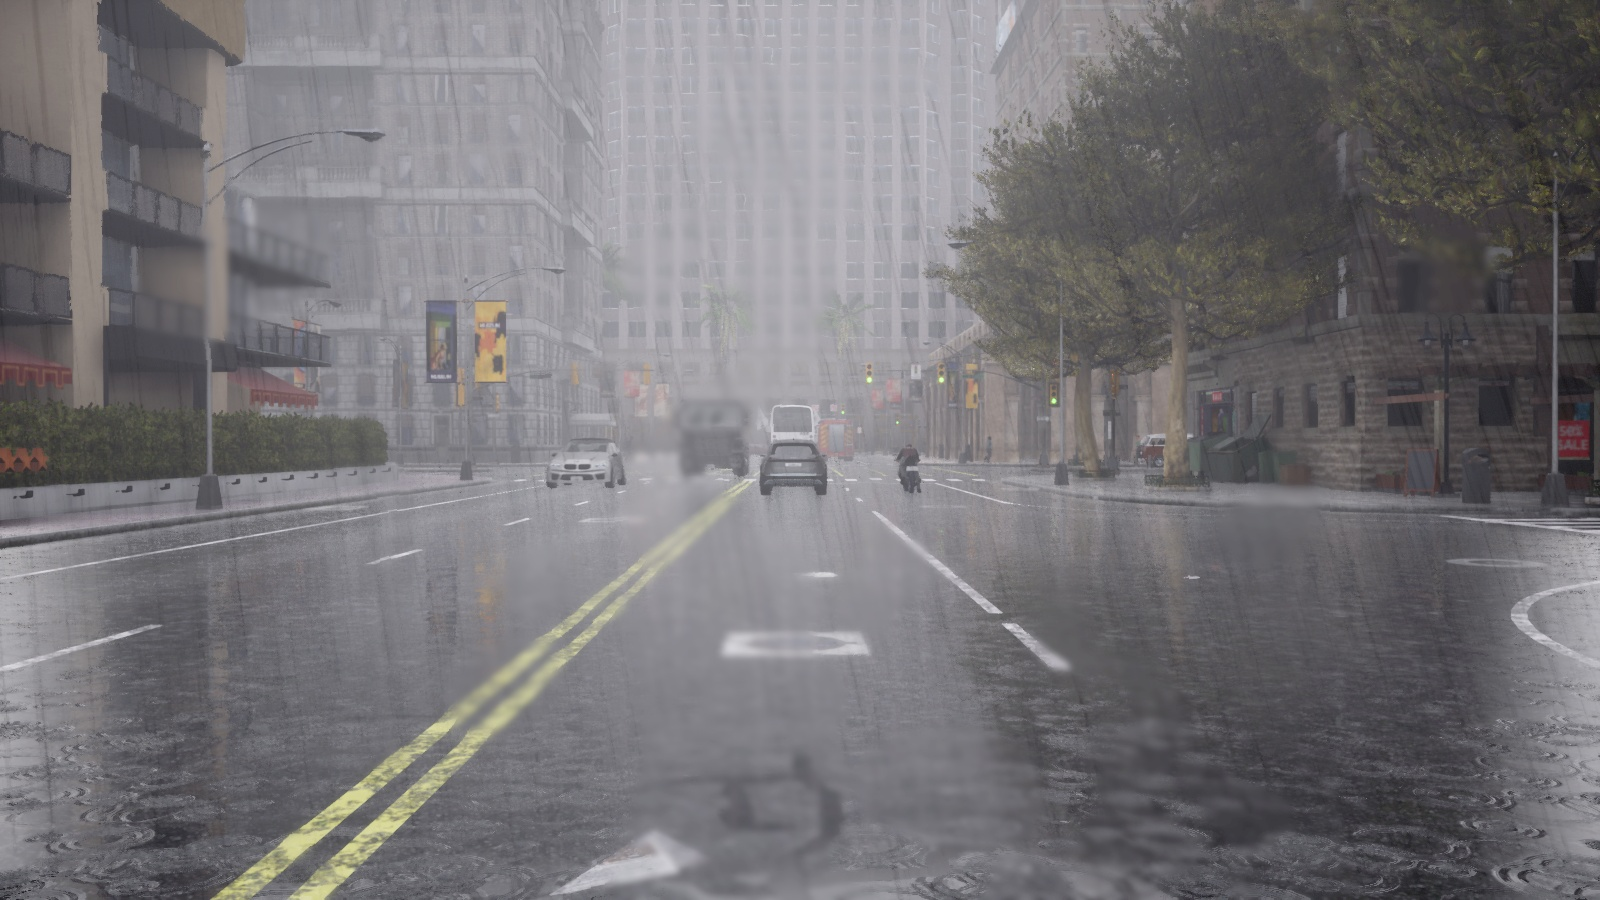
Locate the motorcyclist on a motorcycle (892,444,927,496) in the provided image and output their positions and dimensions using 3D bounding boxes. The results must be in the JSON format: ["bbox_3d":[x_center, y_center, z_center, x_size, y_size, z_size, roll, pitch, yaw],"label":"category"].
[{"bbox_3d":[3.298,0.569,38.045,0.866,1.530,2.191,0,0,0],"label":"motorcyclist on a motorcycle"}]

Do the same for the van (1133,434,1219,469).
[{"bbox_3d":[22.090,0.071,73.871,4.480,2.038,2.069,0,0,1],"label":"van"}]

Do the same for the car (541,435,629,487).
[{"bbox_3d":[-7.229,0.344,42.764,2.242,1.667,4.611,0,0,0],"label":"car"}]

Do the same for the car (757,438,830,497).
[{"bbox_3d":[-0.196,0.465,37.376,2.033,1.649,4.856,0,0,0],"label":"car"}]

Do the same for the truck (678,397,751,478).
[{"bbox_3d":[-3.823,-0.566,58.087,2.891,3.462,7.936,0,0,0],"label":"truck"}]

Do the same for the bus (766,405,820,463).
[{"bbox_3d":[-0.563,-1.176,96.592,3.944,4.253,10.273,0,0,0],"label":"bus"}]
